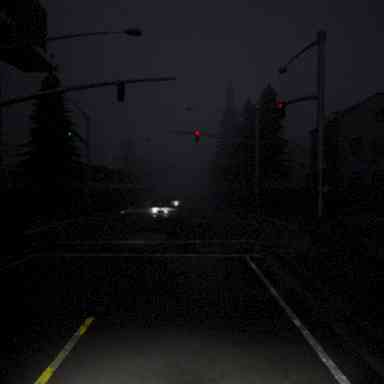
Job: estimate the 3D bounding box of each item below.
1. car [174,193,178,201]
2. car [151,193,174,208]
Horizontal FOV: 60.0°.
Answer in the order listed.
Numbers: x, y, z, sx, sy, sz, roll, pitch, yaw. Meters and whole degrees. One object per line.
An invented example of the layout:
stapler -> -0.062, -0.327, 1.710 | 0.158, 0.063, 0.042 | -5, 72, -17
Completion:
car -> -3.402, 0.852, 58.228 | 1.895, 1.301, 4.718 | 0, 1, 1
car -> -3.514, 1.067, 38.564 | 1.994, 1.385, 4.181 | 0, 1, 0
